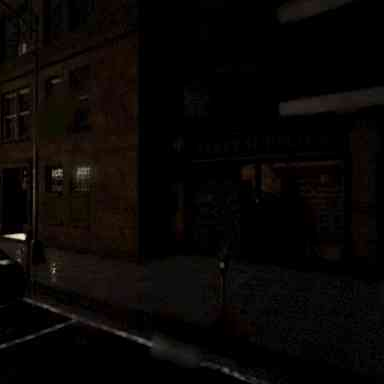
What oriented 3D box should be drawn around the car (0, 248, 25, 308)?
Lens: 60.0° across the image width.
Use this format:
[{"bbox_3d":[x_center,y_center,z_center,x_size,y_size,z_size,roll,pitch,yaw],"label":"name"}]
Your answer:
[{"bbox_3d":[-5.071,1.554,6.682,4.403,1.369,2.008,0,0,35],"label":"car"}]
